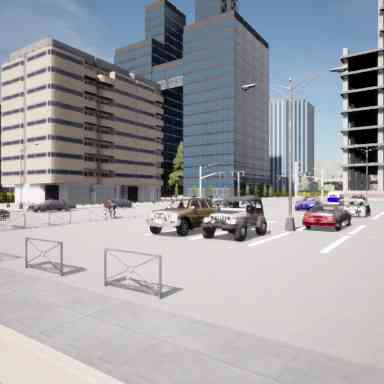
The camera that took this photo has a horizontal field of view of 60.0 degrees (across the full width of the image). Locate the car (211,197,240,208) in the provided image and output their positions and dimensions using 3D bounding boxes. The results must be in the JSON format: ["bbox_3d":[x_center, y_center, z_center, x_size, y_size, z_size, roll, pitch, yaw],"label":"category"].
[{"bbox_3d":[5.155,1.547,50.462,2.033,1.411,5.357,0,0,33],"label":"car"}]

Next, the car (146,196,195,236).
[{"bbox_3d":[-0.257,1.153,17.266,1.932,1.855,4.605,0,0,34],"label":"car"}]

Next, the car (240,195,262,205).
[{"bbox_3d":[10.415,1.352,58.340,2.097,1.767,4.553,0,0,34],"label":"car"}]

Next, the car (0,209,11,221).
[{"bbox_3d":[-16.011,1.564,25.063,1.994,1.385,4.181,0,0,34],"label":"car"}]

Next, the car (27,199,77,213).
[{"bbox_3d":[-15.935,1.547,38.164,2.033,1.411,5.357,0,0,34],"label":"car"}]

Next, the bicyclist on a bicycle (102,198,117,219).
[{"bbox_3d":[-6.500,1.302,26.216,1.656,1.620,0.582,0,0,34],"label":"bicyclist on a bicycle"}]

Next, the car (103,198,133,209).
[{"bbox_3d":[-10.309,1.564,46.537,1.994,1.385,4.181,0,0,35],"label":"car"}]

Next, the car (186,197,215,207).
[{"bbox_3d":[1.409,1.492,51.236,2.128,1.511,4.902,0,0,34],"label":"car"}]

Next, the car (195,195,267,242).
[{"bbox_3d":[2.113,1.156,15.603,1.905,1.878,3.866,0,0,34],"label":"car"}]

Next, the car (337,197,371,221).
[{"bbox_3d":[14.116,1.395,28.578,1.970,1.475,3.806,0,0,34],"label":"car"}]
